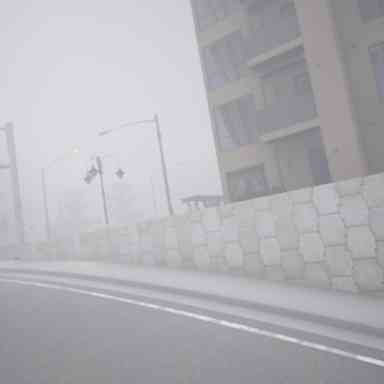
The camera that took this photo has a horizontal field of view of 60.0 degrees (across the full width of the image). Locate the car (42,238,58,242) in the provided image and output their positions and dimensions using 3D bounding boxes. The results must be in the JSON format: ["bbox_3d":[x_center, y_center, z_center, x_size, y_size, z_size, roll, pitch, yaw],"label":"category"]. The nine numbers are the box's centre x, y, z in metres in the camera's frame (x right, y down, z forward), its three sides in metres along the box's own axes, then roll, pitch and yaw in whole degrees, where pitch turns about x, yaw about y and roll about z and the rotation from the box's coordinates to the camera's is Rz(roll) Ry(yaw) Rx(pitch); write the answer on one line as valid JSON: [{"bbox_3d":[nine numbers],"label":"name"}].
[{"bbox_3d":[-13.807,5.327,31.960,1.837,1.490,4.892,-14,-8,36],"label":"car"}]
